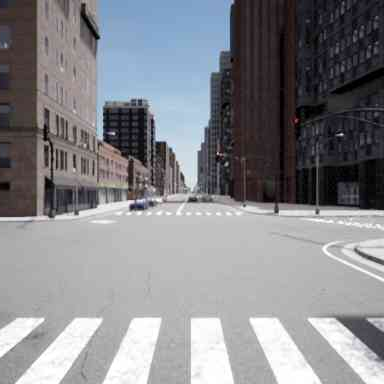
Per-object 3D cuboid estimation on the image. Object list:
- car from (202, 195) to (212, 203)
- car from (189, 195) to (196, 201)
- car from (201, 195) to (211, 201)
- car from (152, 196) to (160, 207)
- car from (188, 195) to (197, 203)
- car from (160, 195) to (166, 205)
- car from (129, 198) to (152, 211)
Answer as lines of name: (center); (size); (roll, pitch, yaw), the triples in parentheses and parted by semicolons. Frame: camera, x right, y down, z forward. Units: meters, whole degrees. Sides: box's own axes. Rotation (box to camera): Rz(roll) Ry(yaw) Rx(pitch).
car: (3.364, 1.530, 71.136); (2.128, 1.511, 4.902); (0, 0, 0)
car: (0.131, 1.450, 81.560); (1.882, 1.535, 5.008); (0, 0, 0)
car: (3.380, 1.498, 81.556); (2.128, 1.511, 4.902); (0, 0, 0)
car: (-6.470, 1.609, 50.944); (1.895, 1.301, 4.718); (0, 0, 1)
car: (0.114, 1.483, 71.141); (1.882, 1.535, 5.008); (0, 0, 0)
car: (-6.438, 1.535, 60.851); (1.812, 1.442, 4.674); (0, 0, 1)
car: (-6.502, 1.607, 41.115); (1.895, 1.301, 4.718); (0, 0, 1)
